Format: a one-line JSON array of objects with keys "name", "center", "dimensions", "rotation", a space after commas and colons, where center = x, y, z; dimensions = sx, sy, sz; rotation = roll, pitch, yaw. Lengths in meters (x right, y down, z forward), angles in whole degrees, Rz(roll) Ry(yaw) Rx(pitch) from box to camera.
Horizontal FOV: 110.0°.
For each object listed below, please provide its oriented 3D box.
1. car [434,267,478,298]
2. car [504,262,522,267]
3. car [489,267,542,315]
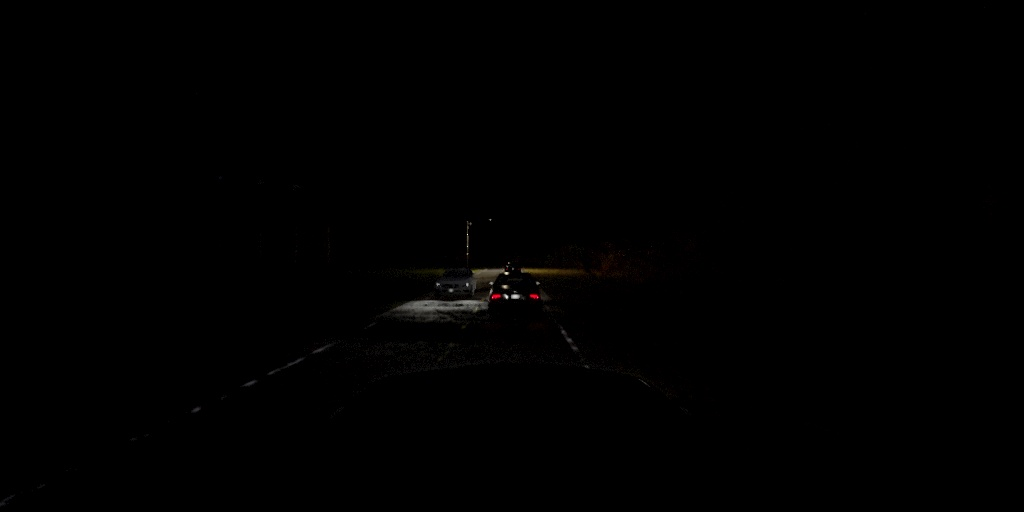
[{"name": "car", "center": [-2.848, 1.339, 19.070], "dimensions": [1.812, 1.442, 4.674], "rotation": [0, 0, 0]}, {"name": "car", "center": [0.101, 1.426, 40.261], "dimensions": [2.033, 1.411, 5.357], "rotation": [0, 0, 0]}, {"name": "car", "center": [0.101, 1.342, 13.825], "dimensions": [2.033, 1.411, 5.357], "rotation": [0, 0, 0]}]
